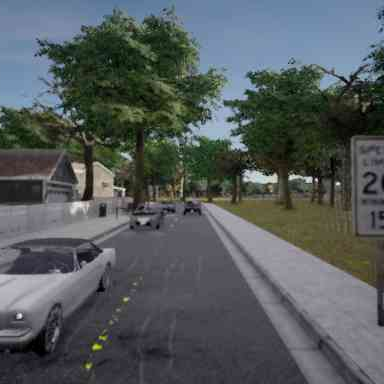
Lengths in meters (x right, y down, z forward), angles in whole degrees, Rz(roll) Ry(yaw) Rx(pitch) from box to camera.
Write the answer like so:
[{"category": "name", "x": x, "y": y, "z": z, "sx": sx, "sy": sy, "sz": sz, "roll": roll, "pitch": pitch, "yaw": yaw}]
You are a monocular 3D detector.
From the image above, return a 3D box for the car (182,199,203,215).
[{"category": "car", "x": 0.022, "y": 1.600, "z": 34.843, "sx": 1.837, "sy": 1.490, "sz": 4.892, "roll": 0, "pitch": 0, "yaw": 0}]

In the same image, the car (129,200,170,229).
[{"category": "car", "x": -2.831, "y": 1.540, "z": 21.817, "sx": 2.128, "sy": 1.511, "sz": 4.902, "roll": 0, "pitch": 0, "yaw": 0}]

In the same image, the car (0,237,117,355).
[{"category": "car", "x": -2.846, "y": 1.609, "z": 6.232, "sx": 1.895, "sy": 1.301, "sz": 4.718, "roll": 0, "pitch": 0, "yaw": 0}]

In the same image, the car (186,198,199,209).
[{"category": "car", "x": 0.058, "y": 1.667, "z": 47.879, "sx": 1.812, "sy": 1.442, "sz": 4.674, "roll": 0, "pitch": 0, "yaw": 1}]

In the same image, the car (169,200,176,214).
[{"category": "car", "x": -2.742, "y": 1.652, "z": 37.786, "sx": 2.033, "sy": 1.411, "sz": 5.357, "roll": 0, "pitch": 0, "yaw": 0}]
